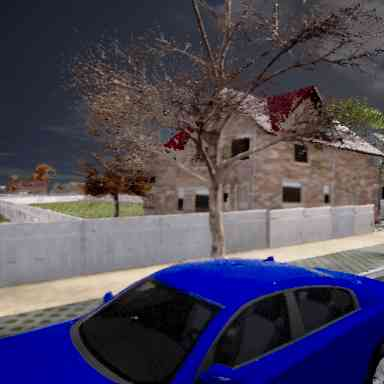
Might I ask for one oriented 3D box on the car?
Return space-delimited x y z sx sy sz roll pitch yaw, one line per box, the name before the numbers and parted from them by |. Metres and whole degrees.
car | 0.200 1.475 3.210 5.008 1.535 1.882 0 0 -35
